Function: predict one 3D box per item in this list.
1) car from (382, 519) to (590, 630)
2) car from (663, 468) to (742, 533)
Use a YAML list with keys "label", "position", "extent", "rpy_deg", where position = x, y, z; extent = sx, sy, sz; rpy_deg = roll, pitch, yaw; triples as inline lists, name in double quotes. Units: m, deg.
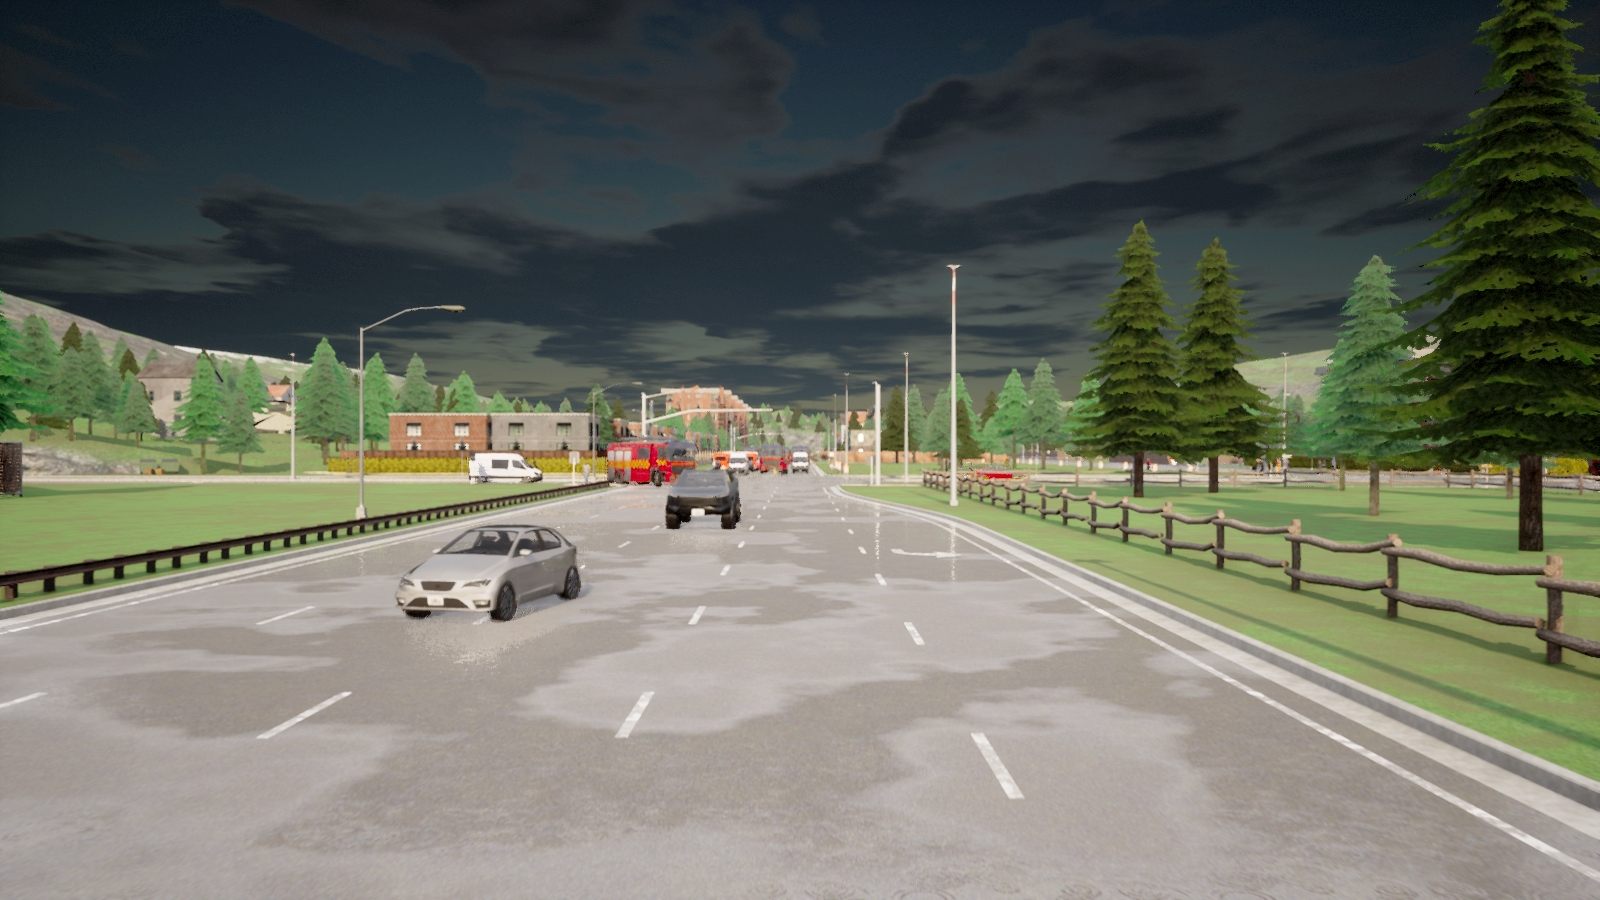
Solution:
- label: "car"
  position: [-5.346, 2.078, 20.076]
  extent: [1.816, 1.474, 4.193]
  rpy_deg: [0, 0, 11]
- label: "car"
  position: [-3.493, 1.778, 42.228]
  extent: [2.390, 2.098, 6.274]
  rpy_deg: [0, 0, 0]
